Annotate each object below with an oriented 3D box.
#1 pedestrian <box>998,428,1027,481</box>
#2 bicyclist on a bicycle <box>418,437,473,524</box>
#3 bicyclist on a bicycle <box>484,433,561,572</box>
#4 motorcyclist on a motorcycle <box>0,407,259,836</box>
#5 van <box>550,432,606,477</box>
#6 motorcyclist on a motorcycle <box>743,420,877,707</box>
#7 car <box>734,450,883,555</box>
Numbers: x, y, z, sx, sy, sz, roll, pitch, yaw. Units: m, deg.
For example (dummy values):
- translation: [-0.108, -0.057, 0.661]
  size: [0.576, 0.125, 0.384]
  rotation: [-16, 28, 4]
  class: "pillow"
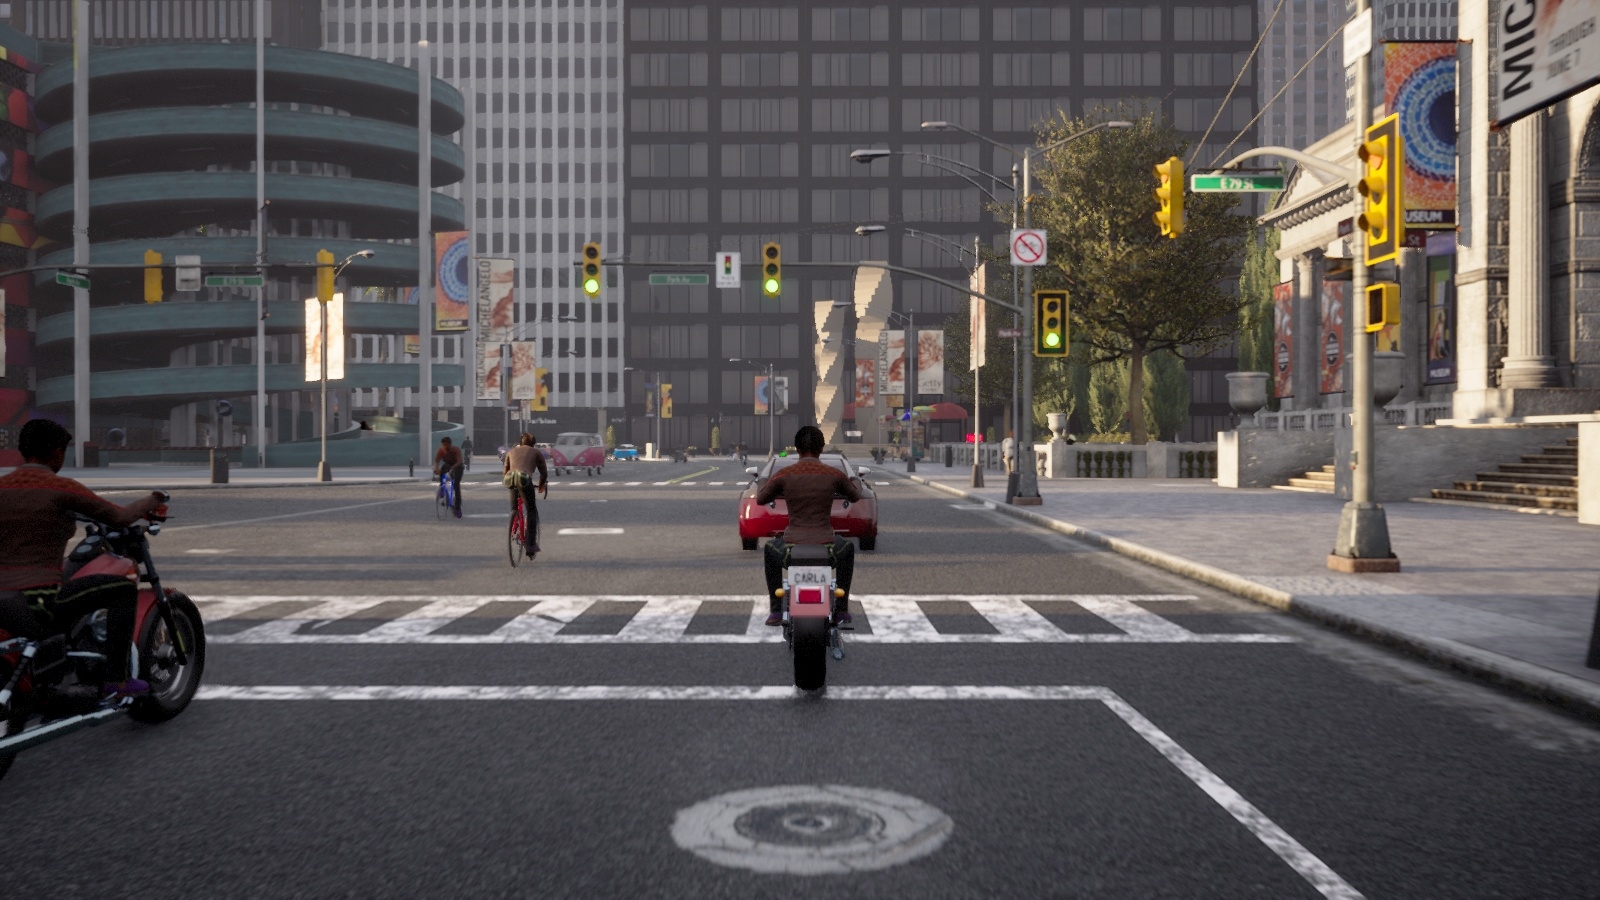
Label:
- translation: [7.465, 0.161, 44.081]
  size: [0.874, 1.855, 0.900]
  rotation: [0, 0, 1]
  class: "pedestrian"
- translation: [-6.846, 0.557, 24.321]
  size: [0.582, 1.620, 1.656]
  rotation: [0, 1, 0]
  class: "bicyclist on a bicycle"
- translation: [-3.396, 0.609, 15.492]
  size: [0.582, 1.620, 1.656]
  rotation: [0, 0, 0]
  class: "bicyclist on a bicycle"
- translation: [-3.451, 0.661, 5.925]
  size: [0.766, 1.649, 2.350]
  rotation: [0, 0, 0]
  class: "motorcyclist on a motorcycle"
- translation: [-10.160, 0.166, 57.676]
  size: [1.775, 1.987, 4.442]
  rotation: [0, 0, 0]
  class: "van"
- translation: [0.063, 0.650, 8.387]
  size: [0.766, 1.649, 2.350]
  rotation: [0, 0, 0]
  class: "motorcyclist on a motorcycle"
- translation: [0.124, 0.703, 18.972]
  size: [1.994, 1.385, 4.181]
  rotation: [0, 0, 0]
  class: "car"
